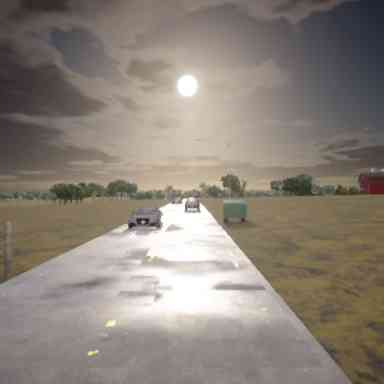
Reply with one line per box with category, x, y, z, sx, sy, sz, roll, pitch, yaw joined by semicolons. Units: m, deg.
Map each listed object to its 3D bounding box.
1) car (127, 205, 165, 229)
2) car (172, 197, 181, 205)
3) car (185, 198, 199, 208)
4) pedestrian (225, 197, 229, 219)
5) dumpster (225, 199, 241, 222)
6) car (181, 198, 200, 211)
car;-2.852;1.563;21.300;1.994;1.385;4.181;0;0;0
car;-2.780;1.634;63.186;2.128;1.511;4.902;0;0;0
car;-0.009;1.623;51.920;2.033;1.411;5.357;0;0;0
pedestrian;2.820;1.257;26.631;0.375;1.860;0.375;0;0;-10
dumpster;3.120;1.404;25.628;1.020;1.700;1.940;0;0;0
car;0.048;1.536;41.485;2.128;1.511;4.902;0;0;1
